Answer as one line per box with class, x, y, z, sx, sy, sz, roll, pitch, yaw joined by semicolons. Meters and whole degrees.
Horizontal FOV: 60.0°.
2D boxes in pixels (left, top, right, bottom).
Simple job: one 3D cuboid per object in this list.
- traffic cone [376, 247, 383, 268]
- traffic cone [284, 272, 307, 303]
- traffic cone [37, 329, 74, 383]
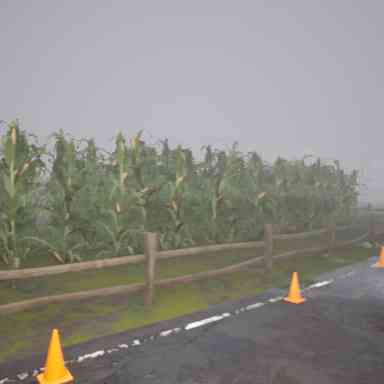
traffic cone;5.886;2.003;10.229;0.340;0.580;0.340;0;0;-42
traffic cone;2.188;1.987;7.045;0.340;0.580;0.340;0;0;-39
traffic cone;-1.659;1.971;4.046;0.340;0.580;0.340;0;0;-37
